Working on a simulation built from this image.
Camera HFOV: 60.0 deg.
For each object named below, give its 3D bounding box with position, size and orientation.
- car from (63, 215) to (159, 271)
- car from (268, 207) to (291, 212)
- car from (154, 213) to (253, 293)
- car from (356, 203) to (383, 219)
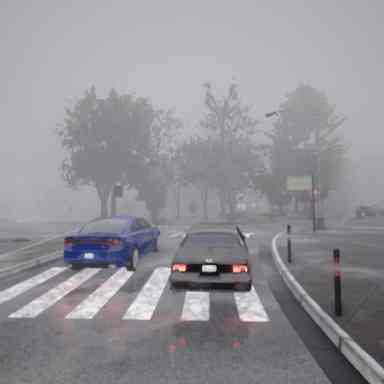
[{"bbox_3d":[-2.365,1.505,11.050,1.882,1.535,5.008,-1,0,7],"label":"car"},{"bbox_3d":[19.166,3.980,73.423,4.718,1.301,1.895,-4,-6,41],"label":"car"},{"bbox_3d":[0.609,1.540,9.022,2.033,1.411,5.357,-1,0,6],"label":"car"},{"bbox_3d":[18.429,1.889,33.881,4.892,1.490,1.837,0,-2,-41],"label":"car"}]
